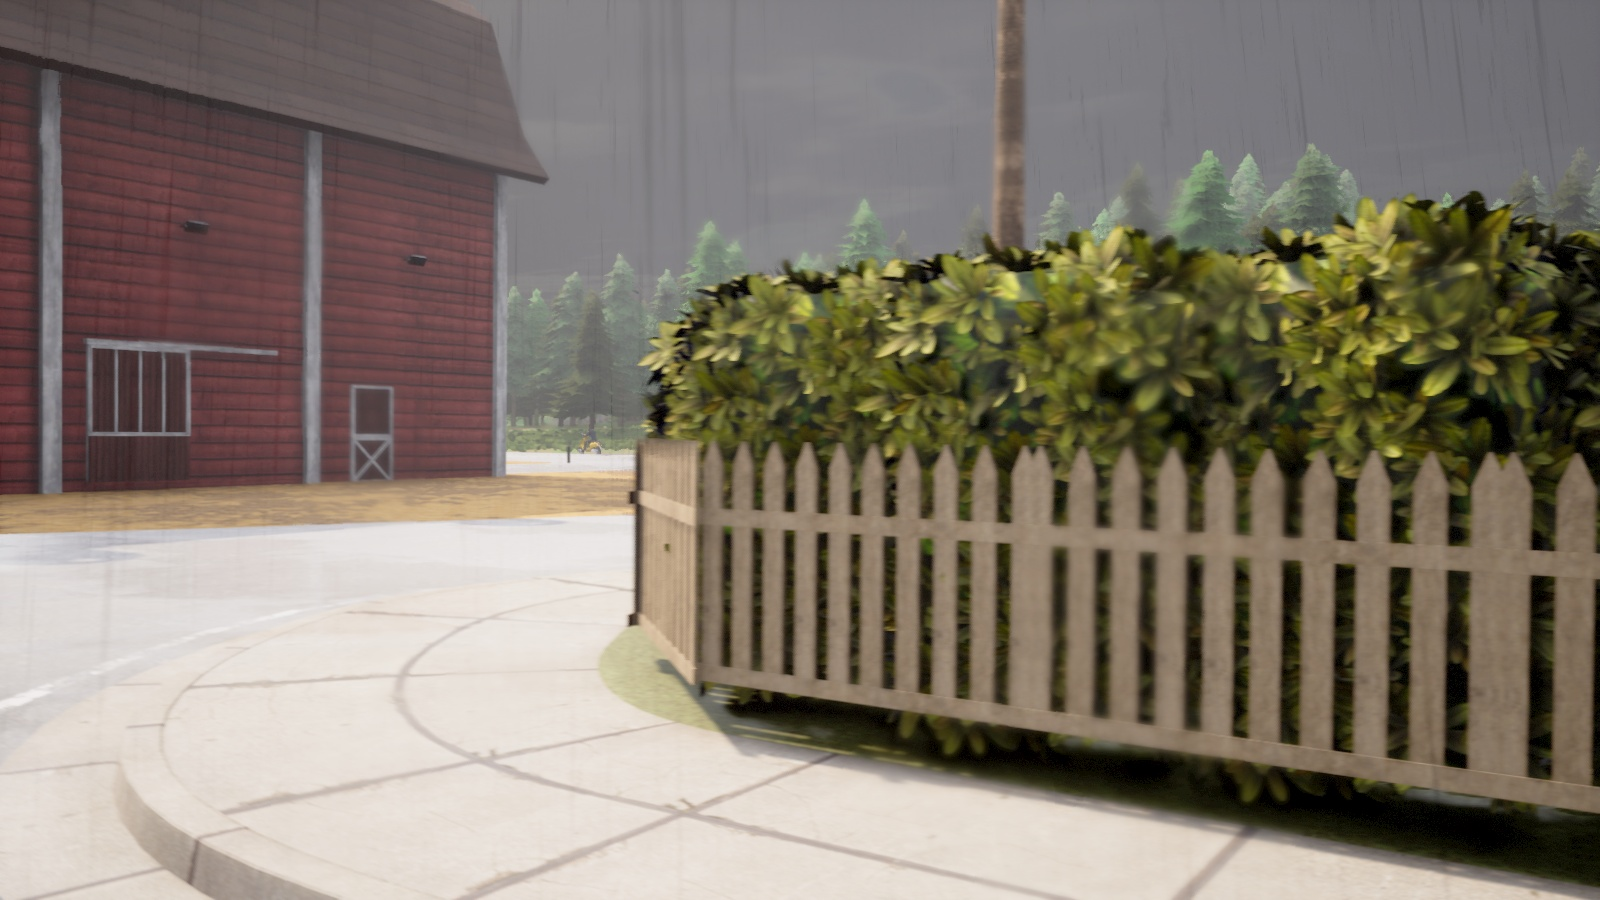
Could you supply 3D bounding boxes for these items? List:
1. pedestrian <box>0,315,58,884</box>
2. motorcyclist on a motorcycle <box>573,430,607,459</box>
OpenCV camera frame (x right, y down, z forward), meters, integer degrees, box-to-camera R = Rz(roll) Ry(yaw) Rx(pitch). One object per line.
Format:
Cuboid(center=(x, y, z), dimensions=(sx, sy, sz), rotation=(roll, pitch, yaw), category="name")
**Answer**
Cuboid(center=(-3.053, 0.490, 3.979), dimensions=(0.900, 1.855, 0.874), rotation=(-1, 1, -6), category="pedestrian")
Cuboid(center=(-11.879, -0.316, 70.986), dimensions=(1.817, 1.590, 0.866), rotation=(0, 1, 34), category="motorcyclist on a motorcycle")
